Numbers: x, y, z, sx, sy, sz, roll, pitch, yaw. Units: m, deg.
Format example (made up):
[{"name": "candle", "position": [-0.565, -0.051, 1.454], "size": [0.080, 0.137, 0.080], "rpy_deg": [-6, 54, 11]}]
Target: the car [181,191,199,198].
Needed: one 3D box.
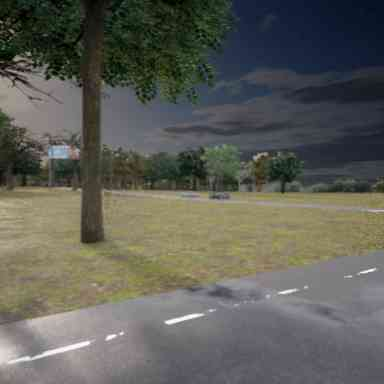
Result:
[{"name": "car", "position": [-0.480, 0.503, 70.796], "size": [1.895, 1.301, 4.718], "rpy_deg": [2, 1, -34]}]

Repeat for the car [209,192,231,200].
[{"name": "car", "position": [5.165, 0.741, 62.507], "size": [2.128, 1.511, 4.902], "rpy_deg": [2, 0, -34]}]
